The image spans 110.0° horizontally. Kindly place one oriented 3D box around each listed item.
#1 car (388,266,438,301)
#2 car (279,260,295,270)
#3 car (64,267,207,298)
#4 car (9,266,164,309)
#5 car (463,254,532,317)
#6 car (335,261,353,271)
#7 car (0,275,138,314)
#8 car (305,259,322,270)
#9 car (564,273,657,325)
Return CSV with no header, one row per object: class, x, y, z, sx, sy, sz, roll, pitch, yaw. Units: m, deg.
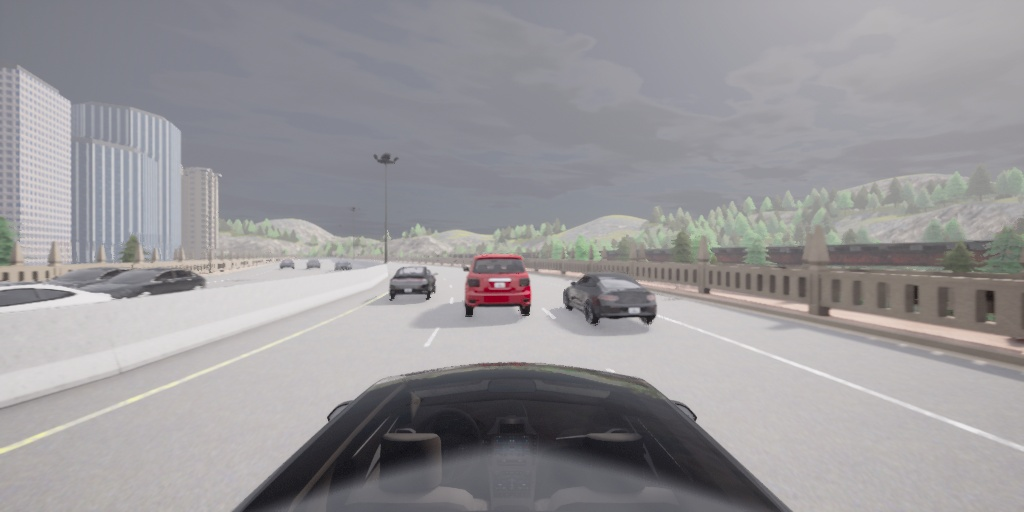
car,-4.747,1.236,17.557,2.128,1.511,4.902,0,0,-8
car,-34.092,1.319,54.508,2.033,1.411,5.357,0,0,-28
car,-15.148,1.275,15.034,1.837,1.490,4.892,0,0,-9
car,-18.900,1.282,16.385,1.837,1.490,4.892,0,0,-10
car,-0.639,0.961,13.402,2.150,2.045,5.566,0,0,-6
car,-22.554,1.317,47.945,1.994,1.385,4.181,0,0,-28
car,-10.856,1.294,7.230,1.812,1.442,4.674,0,0,-4
car,-29.140,1.267,52.735,1.837,1.490,4.892,0,0,-29
car,3.001,1.259,11.669,1.812,1.442,4.674,0,0,-5
